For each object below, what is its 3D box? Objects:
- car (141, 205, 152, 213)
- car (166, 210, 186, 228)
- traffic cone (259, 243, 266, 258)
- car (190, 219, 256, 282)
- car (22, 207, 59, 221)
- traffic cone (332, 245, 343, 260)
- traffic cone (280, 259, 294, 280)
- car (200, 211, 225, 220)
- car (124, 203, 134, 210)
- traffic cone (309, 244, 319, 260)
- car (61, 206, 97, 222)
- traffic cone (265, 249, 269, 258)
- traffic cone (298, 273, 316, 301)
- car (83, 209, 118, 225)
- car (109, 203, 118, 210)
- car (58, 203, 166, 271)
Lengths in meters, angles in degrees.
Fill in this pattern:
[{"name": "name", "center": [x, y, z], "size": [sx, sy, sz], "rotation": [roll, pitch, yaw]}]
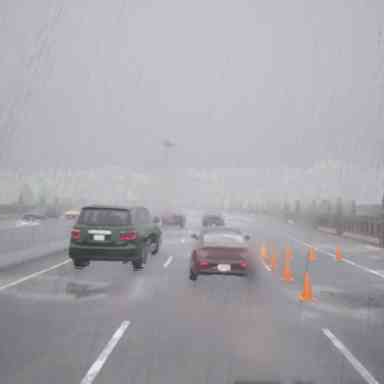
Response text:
[{"name": "car", "center": [-9.926, 3.673, 72.654], "size": [2.128, 1.511, 4.902], "rotation": [2, -2, -11]}, {"name": "car", "center": [-1.607, 2.407, 30.672], "size": [1.882, 1.535, 5.008], "rotation": [1, -2, 3]}, {"name": "traffic cone", "center": [2.981, 2.407, 13.762], "size": [0.340, 0.580, 0.340], "rotation": [1, -2, 3]}, {"name": "car", "center": [0.928, 1.818, 10.665], "size": [1.812, 1.442, 4.674], "rotation": [1, -2, 3]}, {"name": "car", "center": [-15.611, 2.286, 35.025], "size": [2.033, 1.411, 5.357], "rotation": [1, -2, 3]}, {"name": "traffic cone", "center": [5.977, 2.475, 13.615], "size": [0.340, 0.580, 0.340], "rotation": [1, -2, 3]}, {"name": "traffic cone", "center": [2.788, 2.263, 9.770], "size": [0.340, 0.580, 0.340], "rotation": [1, -2, 3]}, {"name": "car", "center": [1.822, 2.467, 29.209], "size": [1.837, 1.490, 4.892], "rotation": [1, -2, 3]}, {"name": "car", "center": [-14.575, 3.325, 77.023], "size": [1.882, 1.535, 5.008], "rotation": [2, -2, -16]}, {"name": "traffic cone", "center": [4.978, 2.452, 13.664], "size": [0.340, 0.580, 0.340], "rotation": [1, -2, 3]}, {"name": "car", "center": [-12.067, 2.334, 35.897], "size": [1.882, 1.535, 5.008], "rotation": [1, -2, 3]}, {"name": "traffic cone", "center": [2.885, 2.335, 11.766], "size": [0.340, 0.580, 0.340], "rotation": [1, -2, 3]}, {"name": "traffic cone", "center": [2.692, 2.190, 7.773], "size": [0.340, 0.580, 0.340], "rotation": [1, -2, 3]}, {"name": "car", "center": [-8.748, 2.370, 32.123], "size": [1.994, 1.385, 4.181], "rotation": [1, -2, 3]}, {"name": "car", "center": [-17.945, 3.232, 76.085], "size": [1.837, 1.490, 4.892], "rotation": [2, -2, -16]}, {"name": "car", "center": [-2.501, 1.480, 12.086], "size": [2.150, 2.045, 5.566], "rotation": [1, -2, 3]}]
